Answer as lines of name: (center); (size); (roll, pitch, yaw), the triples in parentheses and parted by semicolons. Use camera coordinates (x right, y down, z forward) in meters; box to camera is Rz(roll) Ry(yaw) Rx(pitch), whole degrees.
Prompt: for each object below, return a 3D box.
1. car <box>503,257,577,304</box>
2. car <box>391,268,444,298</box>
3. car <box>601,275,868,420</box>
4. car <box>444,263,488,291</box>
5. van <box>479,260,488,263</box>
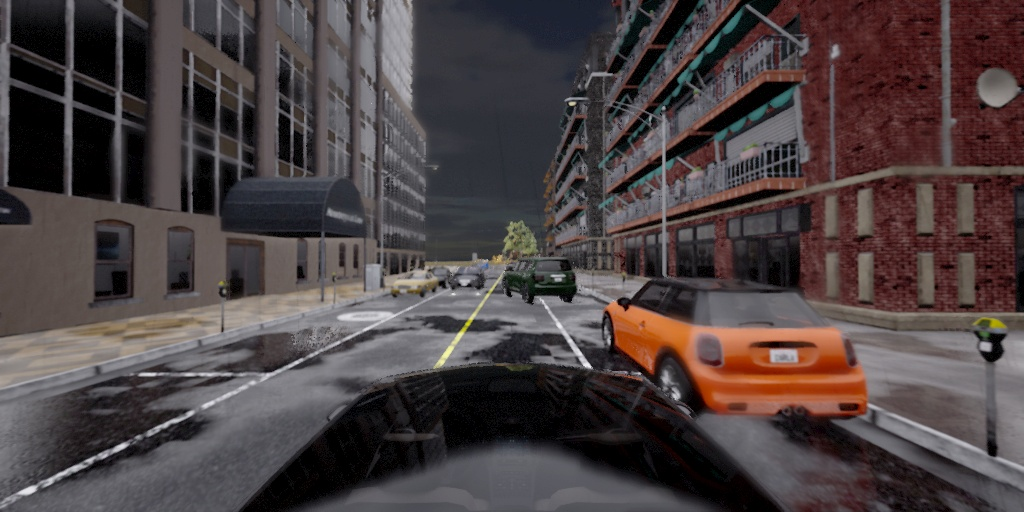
car: (1.173, 1.090, 17.400); (2.150, 2.045, 5.566); (0, 0, -16)
car: (-5.255, 1.412, 19.772); (1.751, 1.417, 4.829); (0, 0, 0)
car: (3.000, 1.136, 6.073); (2.097, 1.767, 4.553); (0, 0, 0)
car: (-2.777, 1.404, 23.415); (2.128, 1.511, 4.902); (0, 0, 0)
van: (-5.129, 1.558, 64.204); (1.690, 1.789, 3.998); (0, 0, 0)
